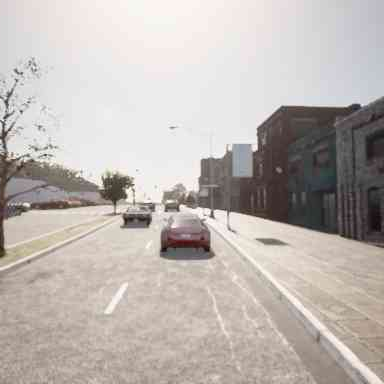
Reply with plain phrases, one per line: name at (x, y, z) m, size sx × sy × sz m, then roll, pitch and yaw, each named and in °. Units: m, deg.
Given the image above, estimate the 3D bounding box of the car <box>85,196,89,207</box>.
car at (-21.318, 1.962, 59.036) m, size 4.674 × 1.452 × 2.002 m, roll 0°, pitch -2°, yaw -26°

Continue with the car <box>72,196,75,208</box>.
car at (-20.487, 1.617, 50.143) m, size 4.553 × 1.767 × 2.185 m, roll 0°, pitch -1°, yaw -26°

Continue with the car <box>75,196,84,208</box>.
car at (-20.577, 1.793, 53.201) m, size 5.366 × 1.575 × 1.946 m, roll 0°, pitch -1°, yaw -26°

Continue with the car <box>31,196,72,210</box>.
car at (-20.161, 1.695, 47.191) m, size 5.008 × 1.535 × 2.097 m, roll 0°, pitch -1°, yaw -25°

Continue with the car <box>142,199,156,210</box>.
car at (-5.580, 1.685, 42.480) m, size 2.128 × 1.511 × 4.902 m, roll 0°, pitch -1°, yaw -5°

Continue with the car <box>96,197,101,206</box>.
car at (-22.201, 1.905, 67.914) m, size 5.566 × 2.045 × 2.435 m, roll 0°, pitch -1°, yaw -26°

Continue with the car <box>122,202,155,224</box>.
car at (-3.975, 1.662, 24.891) m, size 1.895 × 1.301 × 4.718 m, roll 0°, pitch 0°, yaw -4°

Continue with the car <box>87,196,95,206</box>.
car at (-21.581, 1.744, 62.023) m, size 5.566 × 2.045 × 2.435 m, roll 0°, pitch -2°, yaw -26°

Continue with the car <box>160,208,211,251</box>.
car at (-0.310, 1.595, 14.314) m, size 1.994 × 1.385 × 4.181 m, roll 0°, pitch 0°, yaw -2°

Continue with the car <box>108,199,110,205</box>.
car at (-23.641, 2.508, 82.728) m, size 4.553 × 1.767 × 2.185 m, roll 0°, pitch -2°, yaw -26°

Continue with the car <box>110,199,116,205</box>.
car at (-24.305, 2.924, 91.707) m, size 5.366 × 1.575 × 1.946 m, roll 0°, pitch -2°, yaw -26°

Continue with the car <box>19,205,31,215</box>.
car at (-18.741, 1.543, 32.388) m, size 5.008 × 1.535 × 2.097 m, roll 0°, pitch 0°, yaw -25°

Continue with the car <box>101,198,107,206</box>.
car at (-23.202, 2.435, 76.725) m, size 5.366 × 1.575 × 1.946 m, roll 0°, pitch -2°, yaw -26°

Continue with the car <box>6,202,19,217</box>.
car at (-18.459, 1.530, 29.439) m, size 5.008 × 1.535 × 2.097 m, roll 0°, pitch 0°, yaw -25°

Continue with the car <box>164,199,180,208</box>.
car at (-2.574, 1.698, 42.567) m, size 2.128 × 1.511 × 4.902 m, roll 0°, pitch -1°, yaw -5°
